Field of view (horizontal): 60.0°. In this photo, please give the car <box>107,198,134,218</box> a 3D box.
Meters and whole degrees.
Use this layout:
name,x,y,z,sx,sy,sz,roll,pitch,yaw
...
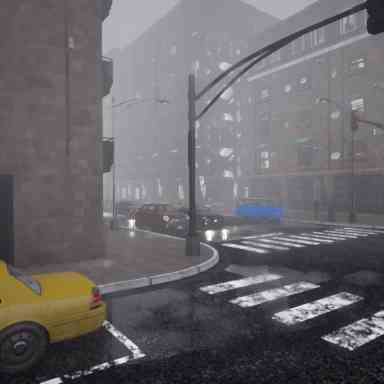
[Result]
name,x,y,z,sx,sy,sz,roll,pitch,yaw
car,-5.587,1.494,29.663,1.812,1.442,4.674,-1,0,-36

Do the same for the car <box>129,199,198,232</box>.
name,x,y,z,sx,sy,sz,roll,pitch,yaw
car,-1.816,1.441,20.035,1.967,1.590,4.097,0,0,-36

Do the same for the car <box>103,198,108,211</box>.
name,x,y,z,sx,sy,sz,roll,pitch,yaw
car,-11.527,1.453,37.887,2.128,1.511,4.902,-1,0,-36

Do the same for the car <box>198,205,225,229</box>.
name,x,y,z,sx,sy,sz,roll,pitch,yaw
car,0.249,1.545,21.597,1.994,1.385,4.181,-1,0,-36

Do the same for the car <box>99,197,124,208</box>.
name,x,y,z,sx,sy,sz,roll,pitch,yaw
car,-11.610,1.463,47.865,1.887,1.381,4.507,-1,0,-36

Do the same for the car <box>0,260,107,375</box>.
name,x,y,z,sx,sy,sz,roll,pitch,yaw
car,-3.547,1.525,4.038,4.829,1.417,1.752,0,0,-35

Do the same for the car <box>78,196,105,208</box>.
name,x,y,z,sx,sy,sz,roll,pitch,yaw
car,-14.255,1.430,47.010,2.128,1.511,4.902,-1,0,-36

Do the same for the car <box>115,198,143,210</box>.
name,x,y,z,sx,sy,sz,roll,pitch,yaw
car,-8.292,1.463,43.278,1.887,1.381,4.507,-1,0,-36

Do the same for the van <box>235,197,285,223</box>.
name,x,y,z,sx,sy,sz,roll,pitch,yaw
van,4.984,1.280,24.932,1.690,1.788,3.998,0,0,-36
